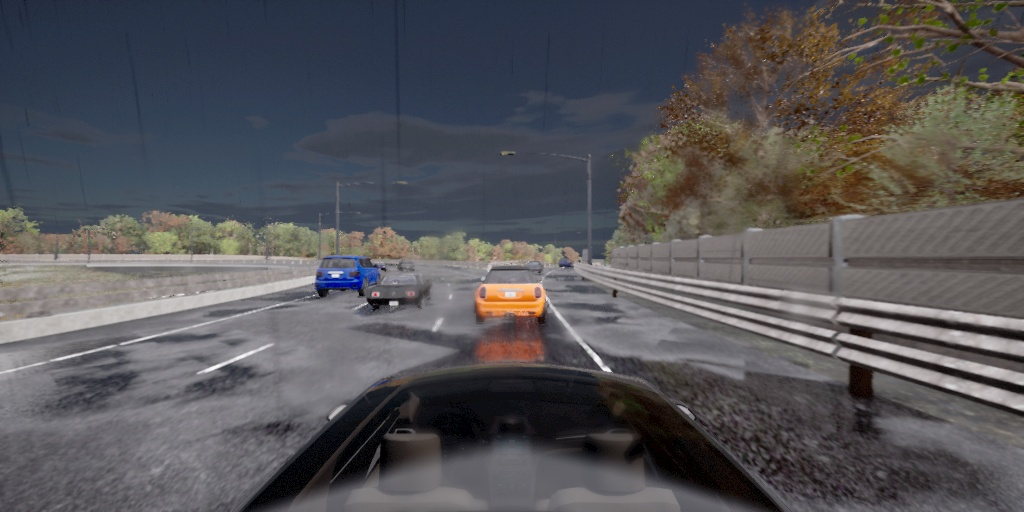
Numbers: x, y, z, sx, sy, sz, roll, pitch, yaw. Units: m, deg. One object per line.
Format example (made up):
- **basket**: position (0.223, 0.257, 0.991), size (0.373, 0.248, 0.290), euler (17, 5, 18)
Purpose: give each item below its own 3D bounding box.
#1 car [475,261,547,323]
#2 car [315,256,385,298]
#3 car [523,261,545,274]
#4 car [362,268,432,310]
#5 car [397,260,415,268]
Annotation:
- **car**: position (-0.027, 1.105, 12.243), size (2.097, 1.767, 4.553), euler (0, 0, 0)
- **car**: position (-8.603, 1.008, 19.211), size (2.150, 2.045, 5.566), euler (0, 0, -10)
- **car**: position (2.705, 1.299, 42.254), size (2.033, 1.411, 5.357), euler (0, 0, 10)
- **car**: position (-4.400, 1.371, 14.768), size (1.895, 1.301, 4.718), euler (0, 0, -7)
- **car**: position (-14.356, 1.307, 48.431), size (2.128, 1.511, 4.902), euler (0, 0, -25)
